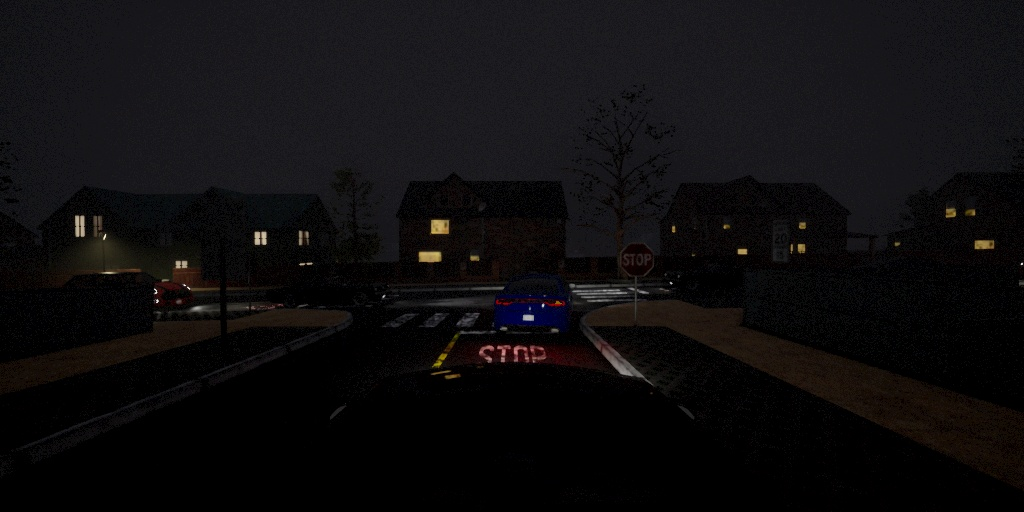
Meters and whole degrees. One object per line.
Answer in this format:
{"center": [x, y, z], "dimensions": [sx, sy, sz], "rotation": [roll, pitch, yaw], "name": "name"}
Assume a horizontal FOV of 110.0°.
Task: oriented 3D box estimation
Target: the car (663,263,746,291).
{"center": [10.416, 1.034, 18.572], "dimensions": [4.718, 1.301, 1.895], "rotation": [-1, 1, -1], "name": "car"}

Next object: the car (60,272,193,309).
{"center": [-16.794, 1.472, 15.646], "dimensions": [4.553, 1.767, 2.097], "rotation": [-1, 1, 0], "name": "car"}

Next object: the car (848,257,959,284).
{"center": [20.062, 0.753, 18.605], "dimensions": [5.357, 1.411, 2.033], "rotation": [-1, 1, 0], "name": "car"}

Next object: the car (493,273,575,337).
{"center": [0.789, 1.226, 10.440], "dimensions": [1.882, 1.535, 5.008], "rotation": [0, 0, 10], "name": "car"}

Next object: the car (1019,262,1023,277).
{"center": [29.572, 0.334, 18.593], "dimensions": [4.553, 1.767, 2.097], "rotation": [-1, 1, 0], "name": "car"}

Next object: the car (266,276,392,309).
{"center": [-7.807, 1.506, 15.651], "dimensions": [4.718, 1.301, 1.895], "rotation": [-1, 1, 0], "name": "car"}
